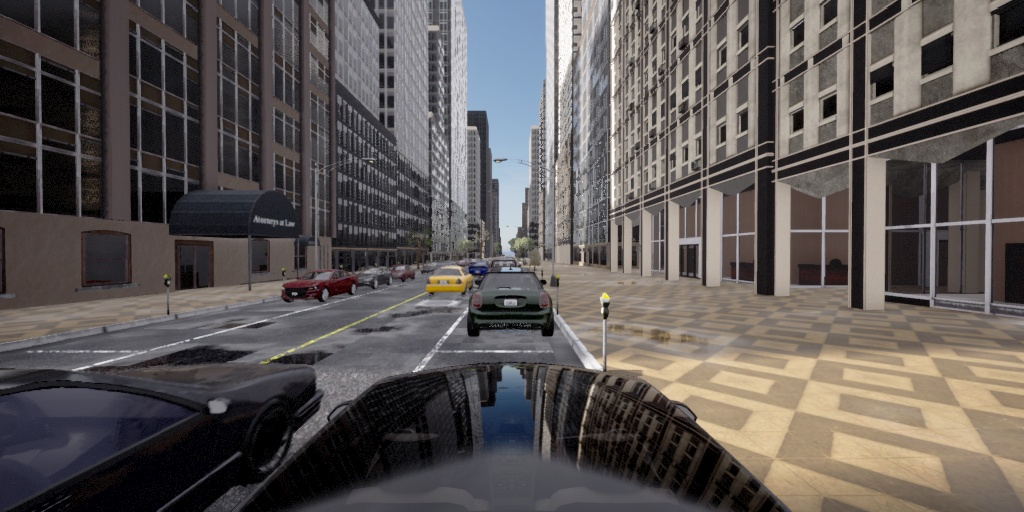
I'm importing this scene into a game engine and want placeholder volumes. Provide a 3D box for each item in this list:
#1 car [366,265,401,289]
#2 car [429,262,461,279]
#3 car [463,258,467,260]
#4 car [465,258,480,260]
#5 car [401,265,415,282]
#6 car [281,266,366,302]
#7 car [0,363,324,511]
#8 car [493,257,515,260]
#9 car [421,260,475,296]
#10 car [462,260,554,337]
[{"bbox_3d":[-8.838,1.297,22.523,2.007,1.370,4.403,0,0,0],"label":"car"},{"bbox_3d":[-6.241,1.291,33.943,2.033,1.411,5.357,0,0,0],"label":"car"},{"bbox_3d":[-8.837,1.319,62.308,1.802,1.307,4.207,0,0,0],"label":"car"},{"bbox_3d":[-3.051,1.221,34.248,1.882,1.535,5.008,0,0,0],"label":"car"},{"bbox_3d":[-8.837,1.327,28.206,1.802,1.307,4.207,0,0,0],"label":"car"},{"bbox_3d":[-8.837,1.292,16.839,1.888,1.381,4.507,0,0,0],"label":"car"},{"bbox_3d":[-3.050,1.297,1.571,2.033,1.411,5.357,0,0,0],"label":"car"},{"bbox_3d":[-0.457,1.061,22.523,2.192,1.841,5.009,0,0,0],"label":"car"},{"bbox_3d":[-3.146,1.202,18.990,1.801,1.575,5.366,0,0,0],"label":"car"},{"bbox_3d":[-0.033,1.101,10.471,2.097,1.767,4.553,0,0,0],"label":"car"}]
